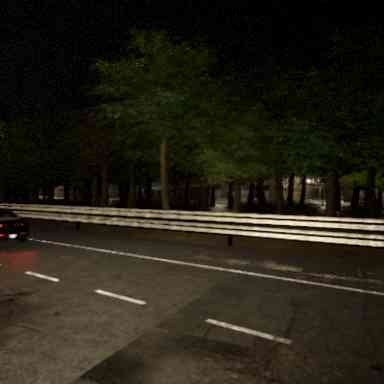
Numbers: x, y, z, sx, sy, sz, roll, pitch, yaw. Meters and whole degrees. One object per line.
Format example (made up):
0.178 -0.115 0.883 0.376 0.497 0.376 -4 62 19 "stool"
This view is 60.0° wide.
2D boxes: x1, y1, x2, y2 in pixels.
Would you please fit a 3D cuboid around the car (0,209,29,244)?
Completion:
-9.092 1.504 14.667 4.892 1.490 1.837 0 0 36 "car"
